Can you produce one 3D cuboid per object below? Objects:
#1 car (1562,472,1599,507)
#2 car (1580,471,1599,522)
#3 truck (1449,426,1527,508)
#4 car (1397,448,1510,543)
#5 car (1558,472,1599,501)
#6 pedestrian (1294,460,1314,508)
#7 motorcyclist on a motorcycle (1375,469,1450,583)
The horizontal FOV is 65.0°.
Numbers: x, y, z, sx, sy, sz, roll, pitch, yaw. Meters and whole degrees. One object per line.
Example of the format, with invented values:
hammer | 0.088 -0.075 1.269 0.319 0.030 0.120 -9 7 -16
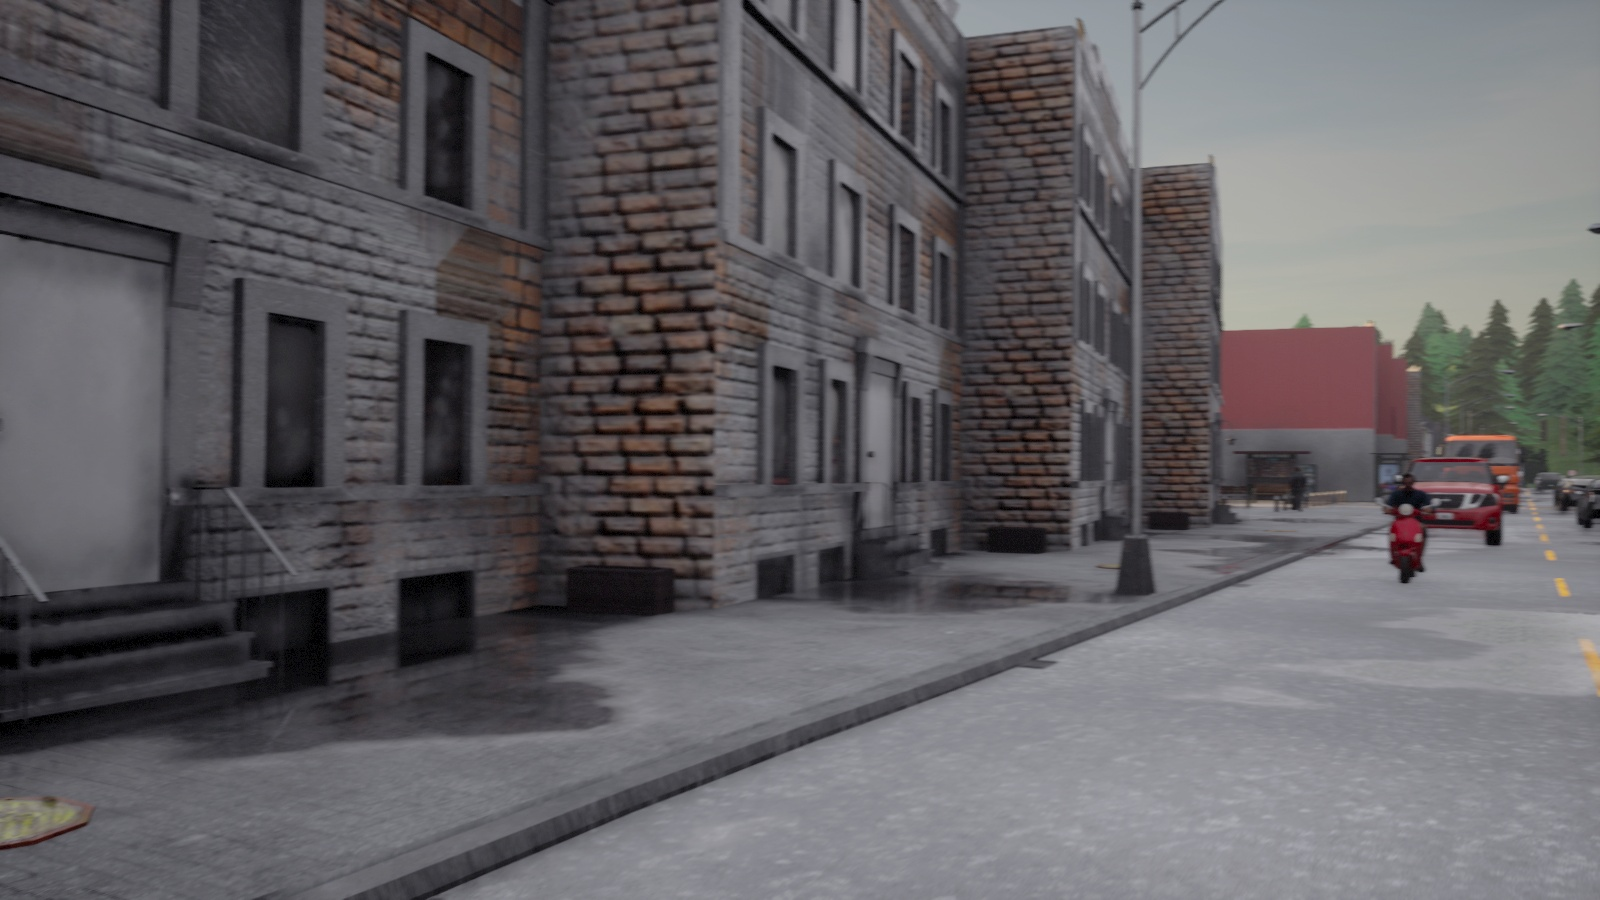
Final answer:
car | 35.998 1.764 57.107 2.163 1.488 4.792 -1 -1 30
car | 25.699 1.415 39.334 2.007 1.525 4.514 -1 -1 30
truck | 31.391 0.785 57.152 2.891 3.462 7.936 -1 -1 30
car | 15.796 1.036 30.196 2.150 2.045 5.566 -1 -1 30
car | 41.743 1.930 67.020 2.163 1.488 4.792 -1 -1 30
pedestrian | 19.981 1.357 49.789 0.563 1.883 0.849 0 -1 11
motorcyclist on a motorcycle | 9.068 1.077 18.559 0.866 1.590 1.817 -1 -1 30
